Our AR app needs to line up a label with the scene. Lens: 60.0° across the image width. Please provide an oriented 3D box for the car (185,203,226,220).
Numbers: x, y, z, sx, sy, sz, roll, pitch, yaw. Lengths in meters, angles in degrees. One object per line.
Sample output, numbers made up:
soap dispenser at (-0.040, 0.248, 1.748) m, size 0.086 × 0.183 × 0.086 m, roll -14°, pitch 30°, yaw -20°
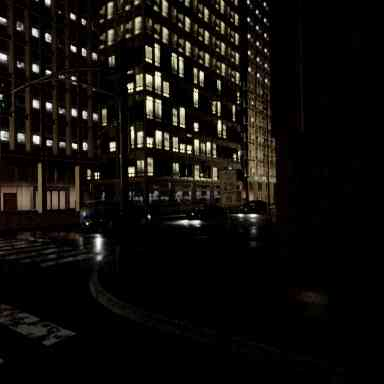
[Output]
car at (1.216, 1.649, 29.072) m, size 1.994 × 1.385 × 4.181 m, roll -1°, pitch -1°, yaw 36°

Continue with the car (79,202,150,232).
car at (-4.646, 1.571, 20.970) m, size 1.837 × 1.490 × 4.892 m, roll -1°, pitch -1°, yaw 33°

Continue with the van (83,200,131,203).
van at (-5.988, 1.460, 23.505) m, size 1.690 × 1.788 × 3.998 m, roll -2°, pitch -1°, yaw 36°

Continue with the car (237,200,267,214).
car at (7.115, 1.631, 37.259) m, size 1.812 × 1.442 × 4.674 m, roll -1°, pitch -1°, yaw 36°
